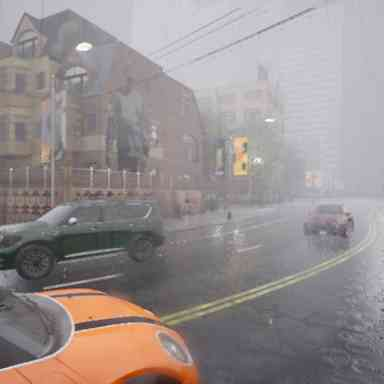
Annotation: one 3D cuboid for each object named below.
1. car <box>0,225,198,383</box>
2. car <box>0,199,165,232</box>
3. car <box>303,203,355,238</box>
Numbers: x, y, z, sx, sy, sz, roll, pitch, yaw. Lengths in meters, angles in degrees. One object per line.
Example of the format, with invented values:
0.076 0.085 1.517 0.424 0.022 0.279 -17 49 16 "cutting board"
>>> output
-2.141 1.362 2.452 4.553 1.767 2.097 0 0 -35 "car"
-3.399 1.269 10.497 5.566 2.045 2.150 0 0 -42 "car"
7.686 1.456 18.484 2.097 1.767 4.553 0 0 32 "car"
